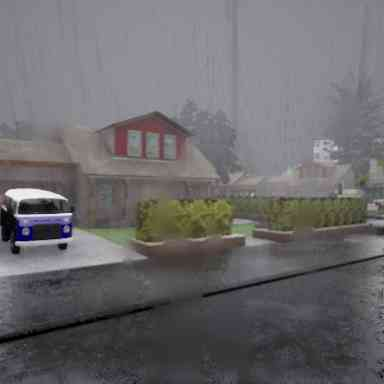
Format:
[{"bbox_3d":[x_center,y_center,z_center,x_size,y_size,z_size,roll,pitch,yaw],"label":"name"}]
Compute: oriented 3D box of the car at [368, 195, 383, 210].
[{"bbox_3d":[23.508,1.224,40.689,3.866,1.878,1.905,0,0,-1],"label":"car"}]
